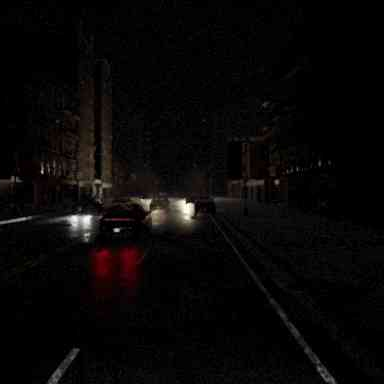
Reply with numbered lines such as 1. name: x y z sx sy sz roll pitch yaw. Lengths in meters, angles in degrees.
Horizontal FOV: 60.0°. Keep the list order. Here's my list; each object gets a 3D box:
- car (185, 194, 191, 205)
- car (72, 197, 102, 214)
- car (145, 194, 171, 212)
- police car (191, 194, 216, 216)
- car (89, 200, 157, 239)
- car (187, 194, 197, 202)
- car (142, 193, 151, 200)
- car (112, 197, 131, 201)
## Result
1. car: -0.039 1.223 50.196 1.895 1.301 4.718 0 0 0
2. car: -9.875 1.256 31.736 2.128 1.511 4.902 0 0 0
3. car: -3.182 1.239 33.905 2.128 1.511 4.902 0 0 0
4. police car: 1.109 1.203 29.985 1.930 1.638 5.238 0 0 0
5. car: -3.166 1.370 16.412 2.128 1.511 4.902 0 0 0
6. car: -0.061 1.113 64.541 1.895 1.301 4.718 0 0 0
7. car: -9.819 0.938 73.493 1.837 1.490 4.892 0 0 0
8. car: -6.625 1.246 31.187 1.882 1.535 5.008 0 0 0
